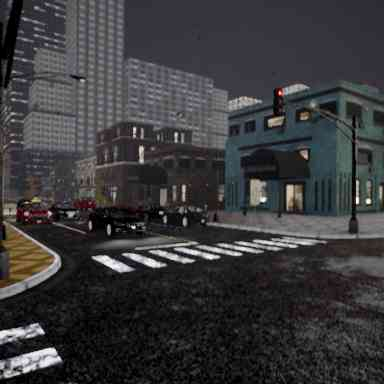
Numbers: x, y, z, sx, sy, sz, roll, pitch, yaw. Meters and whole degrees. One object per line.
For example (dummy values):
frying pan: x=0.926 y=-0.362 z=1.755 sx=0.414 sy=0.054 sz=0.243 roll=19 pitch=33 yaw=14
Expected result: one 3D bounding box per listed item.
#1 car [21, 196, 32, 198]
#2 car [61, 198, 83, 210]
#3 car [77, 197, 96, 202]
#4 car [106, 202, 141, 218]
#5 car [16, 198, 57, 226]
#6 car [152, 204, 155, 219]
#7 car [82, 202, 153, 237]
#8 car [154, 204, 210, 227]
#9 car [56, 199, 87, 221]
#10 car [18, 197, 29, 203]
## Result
car: x=-22.195 y=1.681 z=44.435 sx=1.837 sy=1.490 sz=4.892 roll=1 pitch=-1 yaw=-34
car: x=-16.959 y=1.673 z=47.001 sx=1.967 sy=1.590 sz=4.097 roll=0 pitch=-1 yaw=-35
car: x=-13.771 y=1.522 z=42.457 sx=2.192 sy=1.841 sz=5.009 roll=0 pitch=-1 yaw=-35
car: x=-6.768 y=1.732 z=32.424 sx=1.802 sy=1.307 sz=4.206 roll=0 pitch=-1 yaw=-35
car: x=-11.351 y=1.475 z=23.872 sx=1.967 sy=1.590 sz=4.097 roll=0 pitch=-1 yaw=-35
car: x=-3.647 y=1.691 z=27.919 sx=1.947 sy=1.339 sz=4.313 roll=0 pitch=-1 yaw=-35
car: x=-4.277 y=1.530 z=18.431 sx=1.837 sy=1.490 sz=4.892 roll=1 pitch=-1 yaw=-35
car: x=-0.526 y=1.650 z=23.412 sx=2.008 sy=1.369 sz=4.403 roll=0 pitch=-1 yaw=-35
car: x=-10.780 y=1.570 z=27.829 sx=2.128 sy=1.511 sz=4.902 roll=1 pitch=-1 yaw=-35
car: x=-42.286 y=1.997 z=83.476 sx=2.008 sy=1.369 sz=4.403 roll=0 pitch=-1 yaw=-35
